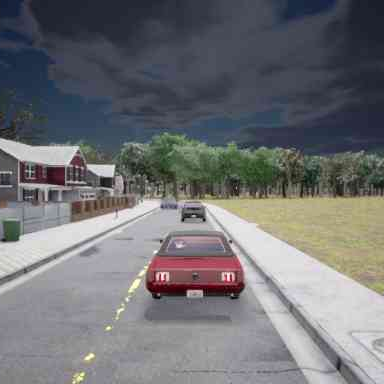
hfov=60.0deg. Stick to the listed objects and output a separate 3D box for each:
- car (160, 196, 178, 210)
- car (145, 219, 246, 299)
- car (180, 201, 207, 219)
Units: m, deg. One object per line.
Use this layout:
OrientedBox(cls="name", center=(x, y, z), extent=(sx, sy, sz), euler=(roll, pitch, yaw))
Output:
OrientedBox(cls="car", center=(-2.871, 1.343, 42.703), extent=(2.097, 1.767, 4.553), euler=(0, 0, 0))
OrientedBox(cls="car", center=(0.099, 1.600, 8.386), extent=(1.895, 1.301, 4.718), euler=(0, 0, 1))
OrientedBox(cls="car", center=(0.112, 1.500, 26.434), extent=(1.837, 1.490, 4.892), euler=(0, 0, 0))
